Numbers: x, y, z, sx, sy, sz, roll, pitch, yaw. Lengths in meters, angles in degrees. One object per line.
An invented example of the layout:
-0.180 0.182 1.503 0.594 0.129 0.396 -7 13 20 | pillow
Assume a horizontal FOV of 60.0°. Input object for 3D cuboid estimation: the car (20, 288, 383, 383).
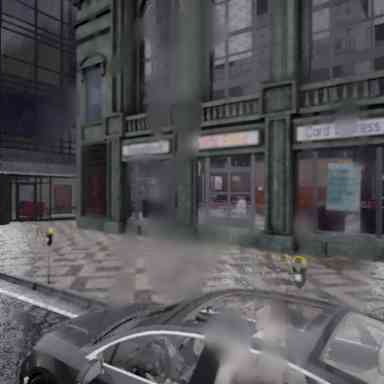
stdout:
0.292 1.550 2.752 4.403 1.369 2.008 0 0 36 | car
